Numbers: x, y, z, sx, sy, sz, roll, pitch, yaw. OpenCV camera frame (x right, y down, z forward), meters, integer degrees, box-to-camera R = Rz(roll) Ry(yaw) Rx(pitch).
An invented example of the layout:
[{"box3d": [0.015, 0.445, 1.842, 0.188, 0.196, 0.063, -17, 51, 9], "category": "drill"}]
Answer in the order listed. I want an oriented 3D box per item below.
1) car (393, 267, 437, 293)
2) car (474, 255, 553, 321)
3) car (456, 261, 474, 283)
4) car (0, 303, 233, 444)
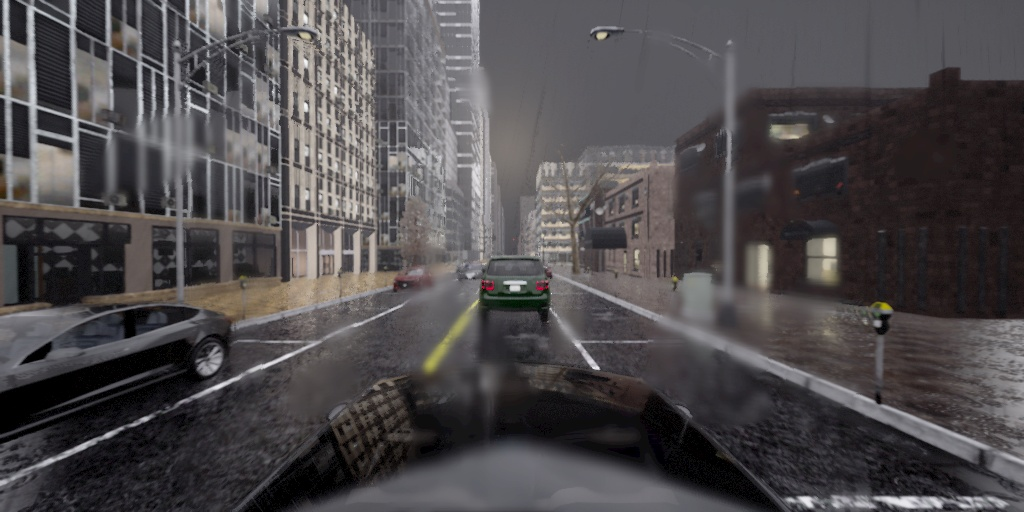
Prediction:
[{"box3d": [-5.691, 1.335, 21.429, 1.888, 1.381, 4.507, 0, 0, 0], "category": "car"}, {"box3d": [0.089, 0.994, 12.699, 2.150, 2.045, 5.566, 0, 0, 0], "category": "car"}, {"box3d": [-3.098, 1.296, 28.857, 2.128, 1.511, 4.902, 0, 0, 0], "category": "car"}, {"box3d": [-5.692, 1.322, 4.497, 1.948, 1.339, 4.313, 0, 0, 0], "category": "car"}]
